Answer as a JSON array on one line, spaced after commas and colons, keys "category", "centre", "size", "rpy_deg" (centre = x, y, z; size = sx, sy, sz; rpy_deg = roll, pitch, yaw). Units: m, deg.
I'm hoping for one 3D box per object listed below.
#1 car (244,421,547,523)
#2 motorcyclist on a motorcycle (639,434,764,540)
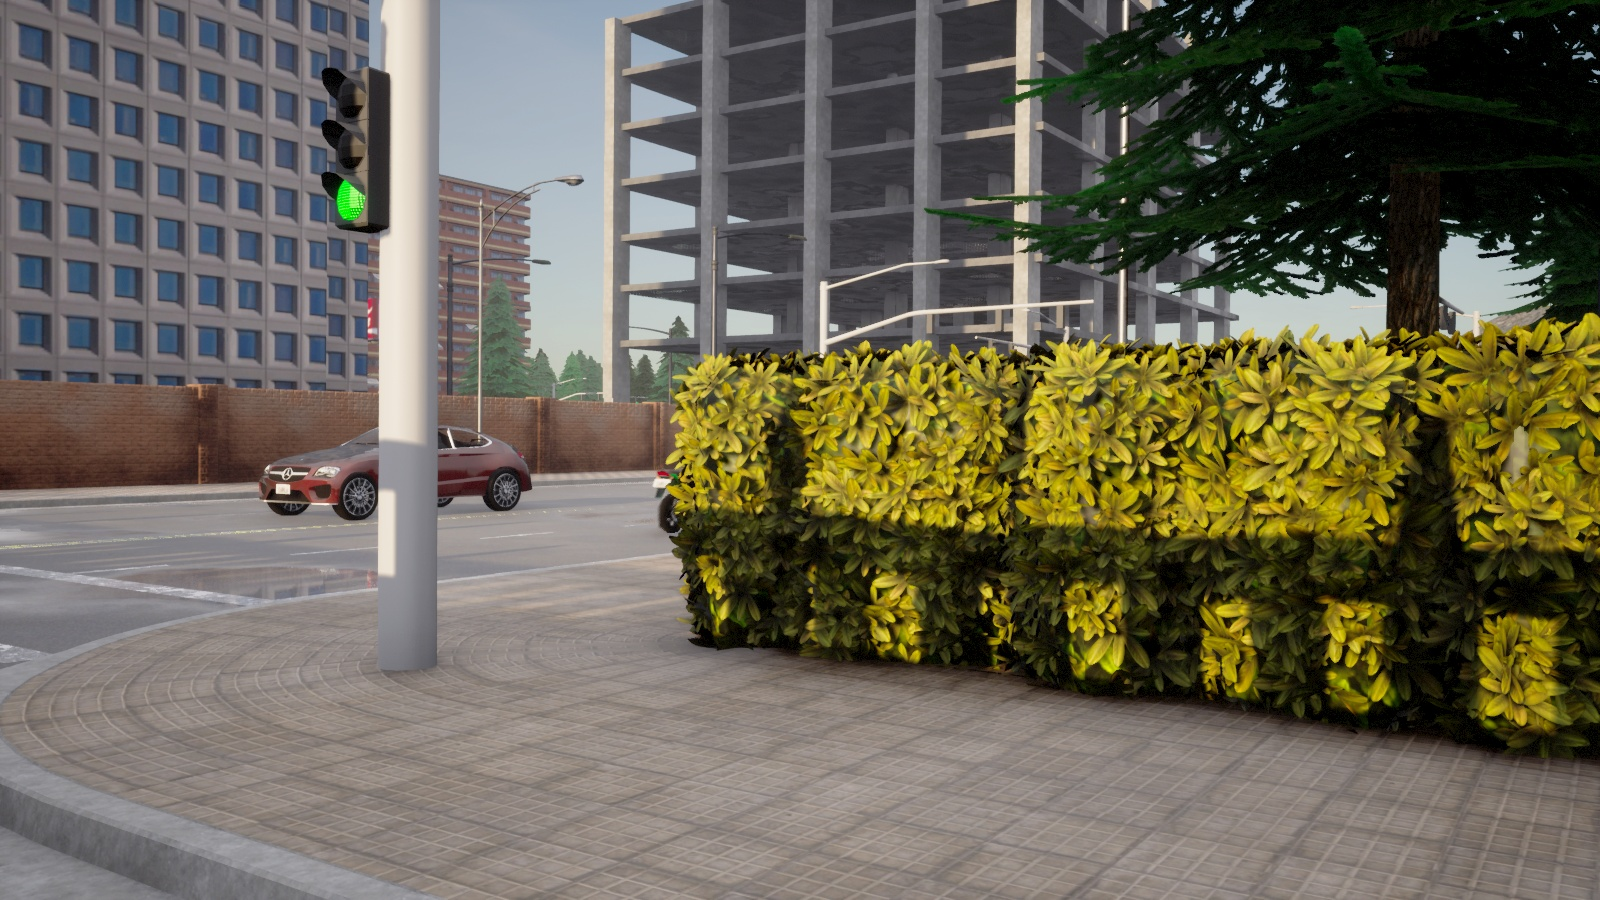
[{"category": "car", "centre": [-7.250, 0.316, 23.069], "size": [2.152, 1.651, 5.027], "rpy_deg": [0, 1, 33]}, {"category": "motorcyclist on a motorcycle", "centre": [-1.463, 0.521, 19.127], "size": [0.797, 1.523, 2.044], "rpy_deg": [0, 1, 33]}]
